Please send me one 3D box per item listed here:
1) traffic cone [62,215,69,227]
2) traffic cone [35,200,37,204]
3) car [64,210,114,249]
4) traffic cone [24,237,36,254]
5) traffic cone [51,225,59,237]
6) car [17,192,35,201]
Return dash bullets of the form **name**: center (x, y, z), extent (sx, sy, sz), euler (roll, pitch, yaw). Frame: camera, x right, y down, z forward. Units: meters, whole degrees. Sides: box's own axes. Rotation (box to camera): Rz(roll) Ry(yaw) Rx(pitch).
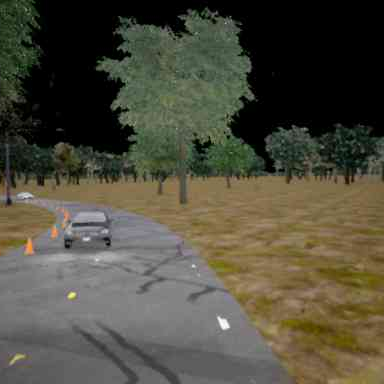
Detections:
- **traffic cone**: center (-8.428, 2.011, 22.025), extent (0.340, 0.580, 0.340), euler (-1, 0, -17)
- **traffic cone**: center (-24.335, 1.560, 51.740), extent (0.340, 0.580, 0.340), euler (-2, 3, -39)
- **car**: center (-4.568, 1.568, 15.137), extent (1.812, 1.442, 4.674), euler (0, 0, -12)
- **traffic cone**: center (-6.152, 2.014, 12.601), extent (0.340, 0.580, 0.340), euler (-1, 0, -10)
- **traffic cone**: center (-7.156, 2.020, 17.346), extent (0.340, 0.580, 0.340), euler (-1, 0, -14)
- **car**: center (-30.695, 0.800, 61.458), extent (4.674, 1.442, 1.812), euler (2, 3, 43)
